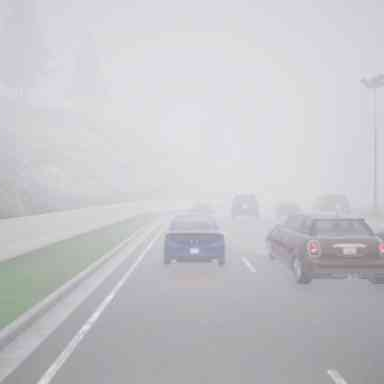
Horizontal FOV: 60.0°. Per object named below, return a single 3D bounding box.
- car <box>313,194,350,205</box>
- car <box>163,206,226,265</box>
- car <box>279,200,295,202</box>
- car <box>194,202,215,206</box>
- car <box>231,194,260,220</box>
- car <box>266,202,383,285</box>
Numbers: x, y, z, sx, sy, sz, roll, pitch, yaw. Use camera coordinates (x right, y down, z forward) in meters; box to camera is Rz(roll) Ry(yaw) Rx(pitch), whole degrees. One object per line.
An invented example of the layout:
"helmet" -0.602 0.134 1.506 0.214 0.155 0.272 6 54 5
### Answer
"car" 11.515 1.198 27.776 2.150 2.045 5.566 0 0 11
"car" 0.078 1.468 11.635 1.882 1.535 5.008 0 0 0
"car" 8.265 1.481 28.920 1.837 1.490 4.892 -1 0 12
"car" 1.033 1.540 29.200 1.994 1.385 4.181 0 0 10
"car" 4.461 1.198 27.818 2.150 2.045 5.566 0 0 9
"car" 3.571 1.345 9.626 2.097 1.767 4.553 0 0 0
